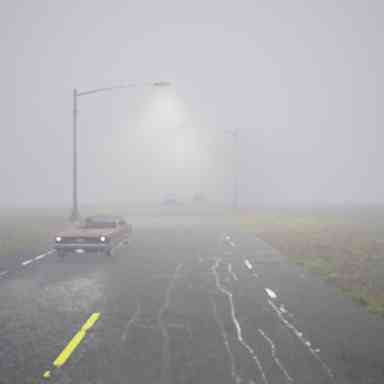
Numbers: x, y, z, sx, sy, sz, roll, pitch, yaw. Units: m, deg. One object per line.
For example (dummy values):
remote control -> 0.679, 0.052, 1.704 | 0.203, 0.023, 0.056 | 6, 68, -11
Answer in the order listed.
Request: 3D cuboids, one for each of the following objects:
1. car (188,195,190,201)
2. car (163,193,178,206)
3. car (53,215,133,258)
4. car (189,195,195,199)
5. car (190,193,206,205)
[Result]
car -> -0.011, 1.364, 76.659 | 2.033, 1.411, 5.357 | 0, 0, 0
car -> -3.559, 1.198, 55.525 | 2.150, 2.045, 5.566 | 0, 0, 1
car -> -3.600, 1.593, 12.901 | 1.895, 1.301, 4.718 | 0, 0, 0
car -> -0.015, 1.393, 94.171 | 1.895, 1.301, 4.718 | 0, 0, 0
car -> 1.216, 1.201, 57.968 | 2.150, 2.045, 5.566 | 0, 0, 0
